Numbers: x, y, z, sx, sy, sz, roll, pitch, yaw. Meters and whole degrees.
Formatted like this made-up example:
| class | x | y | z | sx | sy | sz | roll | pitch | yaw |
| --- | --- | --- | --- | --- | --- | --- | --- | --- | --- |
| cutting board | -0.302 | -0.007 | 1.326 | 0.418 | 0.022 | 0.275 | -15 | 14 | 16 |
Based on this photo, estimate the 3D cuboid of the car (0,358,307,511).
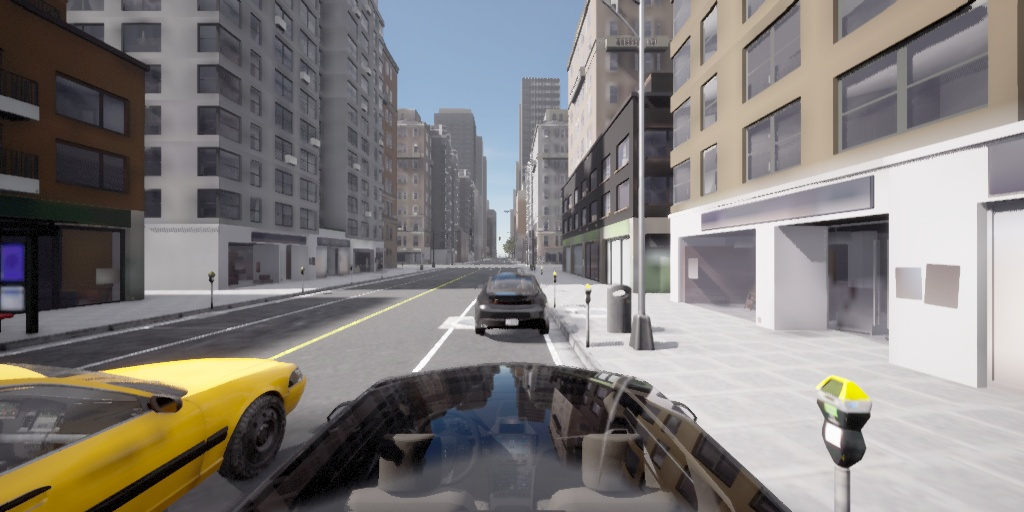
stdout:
| class | x | y | z | sx | sy | sz | roll | pitch | yaw |
| --- | --- | --- | --- | --- | --- | --- | --- | --- | --- |
| car | -3.145 | 1.253 | 1.500 | 1.837 | 1.490 | 4.892 | 0 | 0 | 0 |

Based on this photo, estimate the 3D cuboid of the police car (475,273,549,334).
| class | x | y | z | sx | sy | sz | roll | pitch | yaw |
| --- | --- | --- | --- | --- | --- | --- | --- | --- | --- |
| police car | -0.012 | 1.165 | 10.610 | 1.930 | 1.638 | 5.238 | 0 | 0 | 0 |
